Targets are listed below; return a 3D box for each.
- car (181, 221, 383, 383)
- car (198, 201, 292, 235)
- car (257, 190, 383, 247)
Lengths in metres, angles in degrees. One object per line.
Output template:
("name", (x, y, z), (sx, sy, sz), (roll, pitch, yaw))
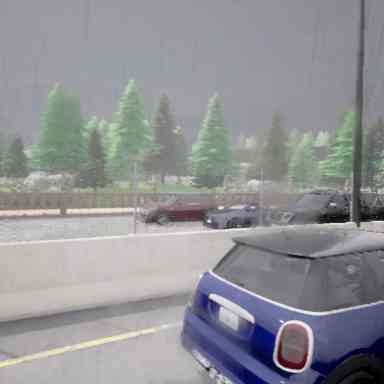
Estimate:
("car", (2.220, 1.274, 4.322), (4.553, 1.767, 2.097), (0, 2, -29))
("car", (2.650, 1.200, 16.533), (4.181, 1.385, 1.994), (0, 1, -24))
("car", (5.707, 0.965, 14.124), (5.566, 2.045, 2.150), (0, 1, -24))
